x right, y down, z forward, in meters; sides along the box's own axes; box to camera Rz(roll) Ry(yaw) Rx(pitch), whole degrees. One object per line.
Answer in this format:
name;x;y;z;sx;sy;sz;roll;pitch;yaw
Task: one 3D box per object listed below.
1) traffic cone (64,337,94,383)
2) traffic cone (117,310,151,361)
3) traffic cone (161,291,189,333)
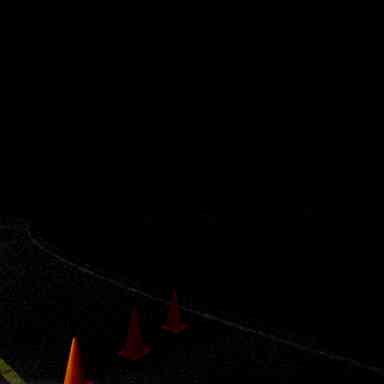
traffic cone;-1.321;1.945;3.766;0.340;0.580;0.340;1;1;31
traffic cone;-0.803;1.938;4.617;0.340;0.580;0.340;1;1;31
traffic cone;-0.284;1.932;5.468;0.340;0.580;0.340;1;1;31
